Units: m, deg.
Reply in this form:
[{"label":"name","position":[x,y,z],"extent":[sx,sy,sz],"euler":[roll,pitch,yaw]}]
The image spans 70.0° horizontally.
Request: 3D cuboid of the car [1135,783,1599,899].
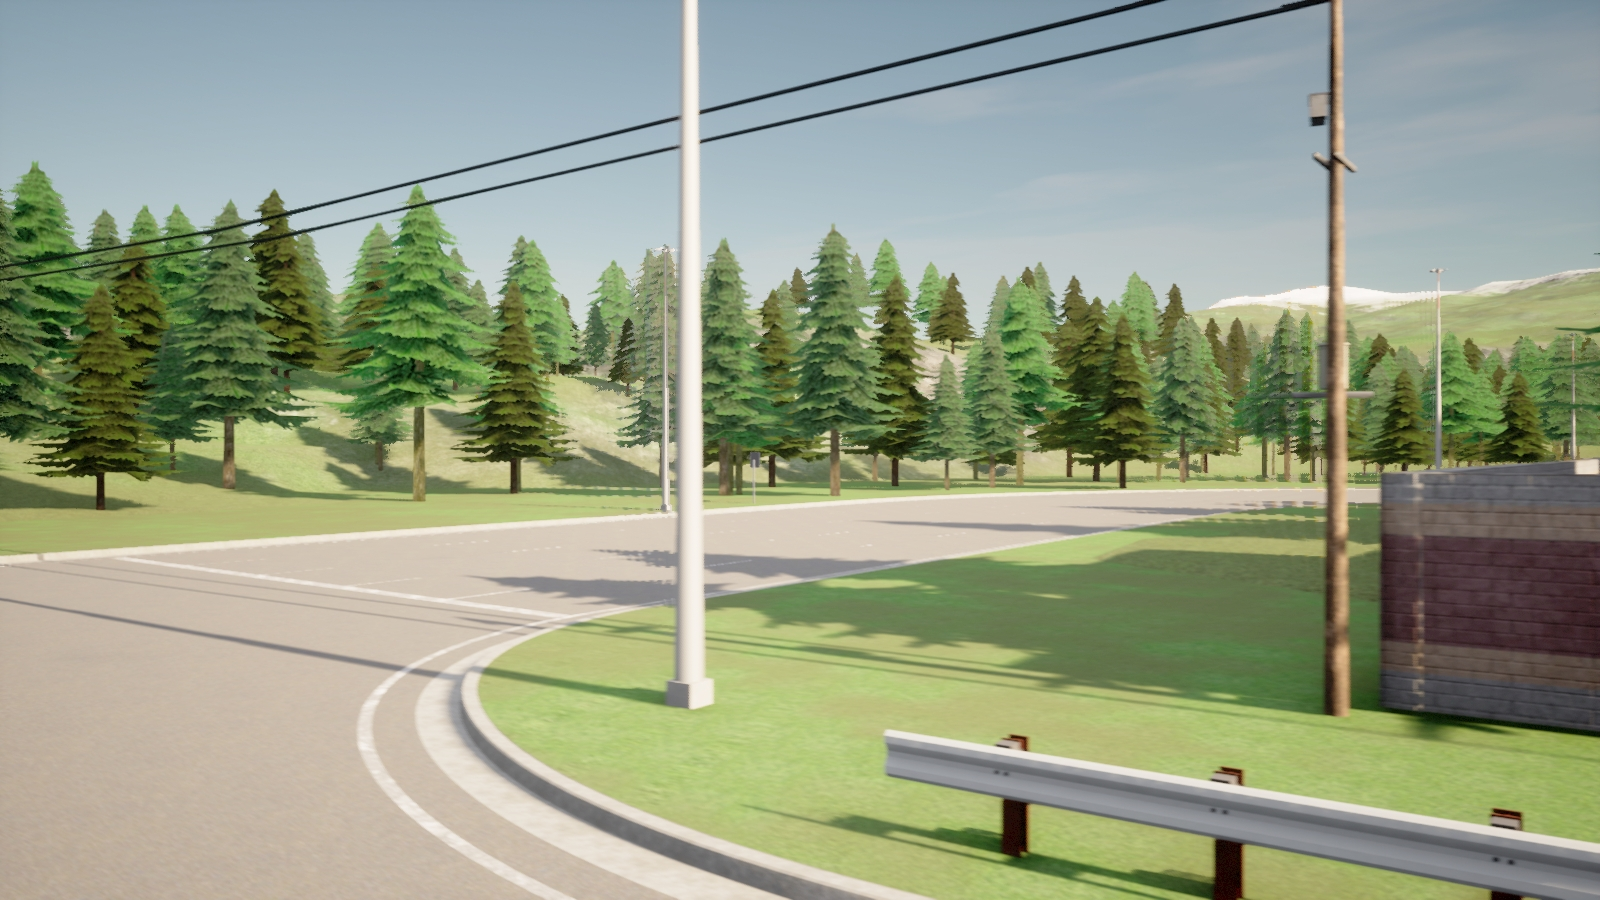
[{"label":"car","position":[3.120,1.982,1.600],"extent":[5.238,1.638,2.097],"euler":[0,0,35]}]
